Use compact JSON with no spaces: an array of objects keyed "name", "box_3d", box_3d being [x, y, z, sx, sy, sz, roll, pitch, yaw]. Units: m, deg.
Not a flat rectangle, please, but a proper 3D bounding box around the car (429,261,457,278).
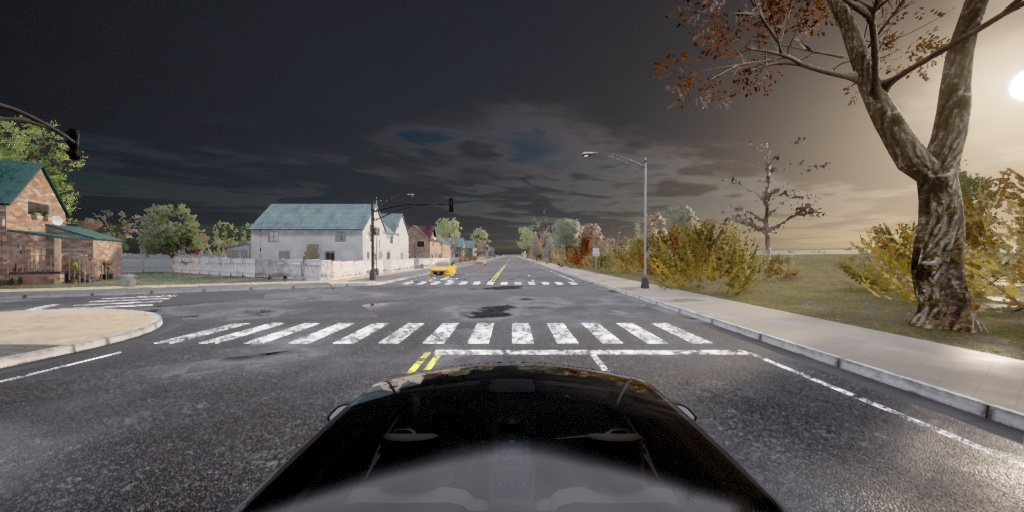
[{"name":"car","box_3d":[-6.423,1.230,33.805,1.882,1.535,5.008,0,0,0]}]
